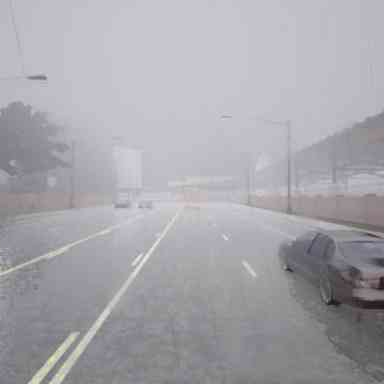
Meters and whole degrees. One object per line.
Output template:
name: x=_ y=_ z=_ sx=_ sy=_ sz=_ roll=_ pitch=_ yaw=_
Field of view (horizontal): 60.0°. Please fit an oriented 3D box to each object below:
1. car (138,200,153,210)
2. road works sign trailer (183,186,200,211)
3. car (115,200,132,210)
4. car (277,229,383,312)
car: x=-7.090 y=1.946 z=51.403 sx=2.128 sy=1.511 sz=4.902 roll=0 pitch=-1 yaw=0
road works sign trailer: x=-0.031 y=0.882 z=47.182 sx=2.380 sy=3.560 sz=2.880 roll=0 pitch=-1 yaw=0
car: x=-10.590 y=1.931 z=51.381 sx=1.882 sy=1.535 sz=5.008 roll=0 pitch=-1 yaw=0
car: x=3.596 y=1.621 z=8.100 sx=2.033 sy=1.411 sz=5.357 roll=0 pitch=-1 yaw=0
